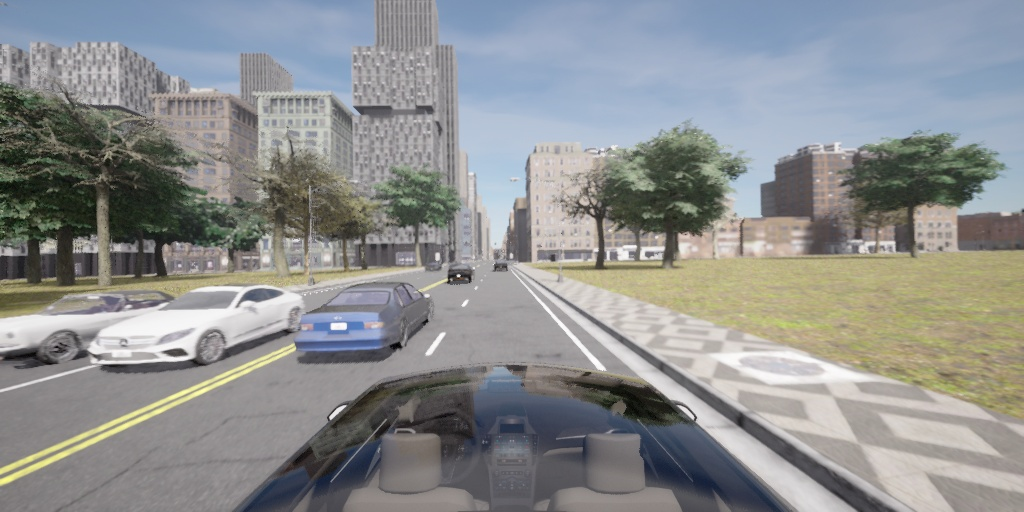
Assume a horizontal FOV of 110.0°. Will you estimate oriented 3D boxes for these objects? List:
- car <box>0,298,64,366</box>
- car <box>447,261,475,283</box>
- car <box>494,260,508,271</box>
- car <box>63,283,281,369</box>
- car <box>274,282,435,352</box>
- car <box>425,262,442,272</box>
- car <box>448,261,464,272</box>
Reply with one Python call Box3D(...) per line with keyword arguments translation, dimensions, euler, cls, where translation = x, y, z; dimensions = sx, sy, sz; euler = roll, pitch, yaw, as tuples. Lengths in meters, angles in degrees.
Box3D(translation=(-10.014, 1.550, 8.717), dimensions=(1.895, 1.301, 4.718), euler=(-1, 0, -2), cls="car")
Box3D(translation=(-4.045, 1.332, 29.112), dimensions=(1.882, 1.535, 5.008), euler=(-1, 0, -2), cls="car")
Box3D(translation=(-1.590, 1.320, 51.315), dimensions=(1.882, 1.535, 5.008), euler=(-1, 0, -2), cls="car")
Box3D(translation=(-6.754, 1.411, 8.456), dimensions=(1.812, 1.442, 4.674), euler=(-1, 0, -2), cls="car")
Box3D(translation=(-3.329, 1.366, 9.215), dimensions=(2.033, 1.411, 5.357), euler=(-1, 0, -2), cls="car")
Box3D(translation=(-11.500, 1.642, 52.940), dimensions=(1.994, 1.385, 4.181), euler=(-1, 0, -2), cls="car")
Box3D(translation=(-8.254, 1.532, 53.057), dimensions=(1.837, 1.490, 4.892), euler=(-1, 0, -2), cls="car")
